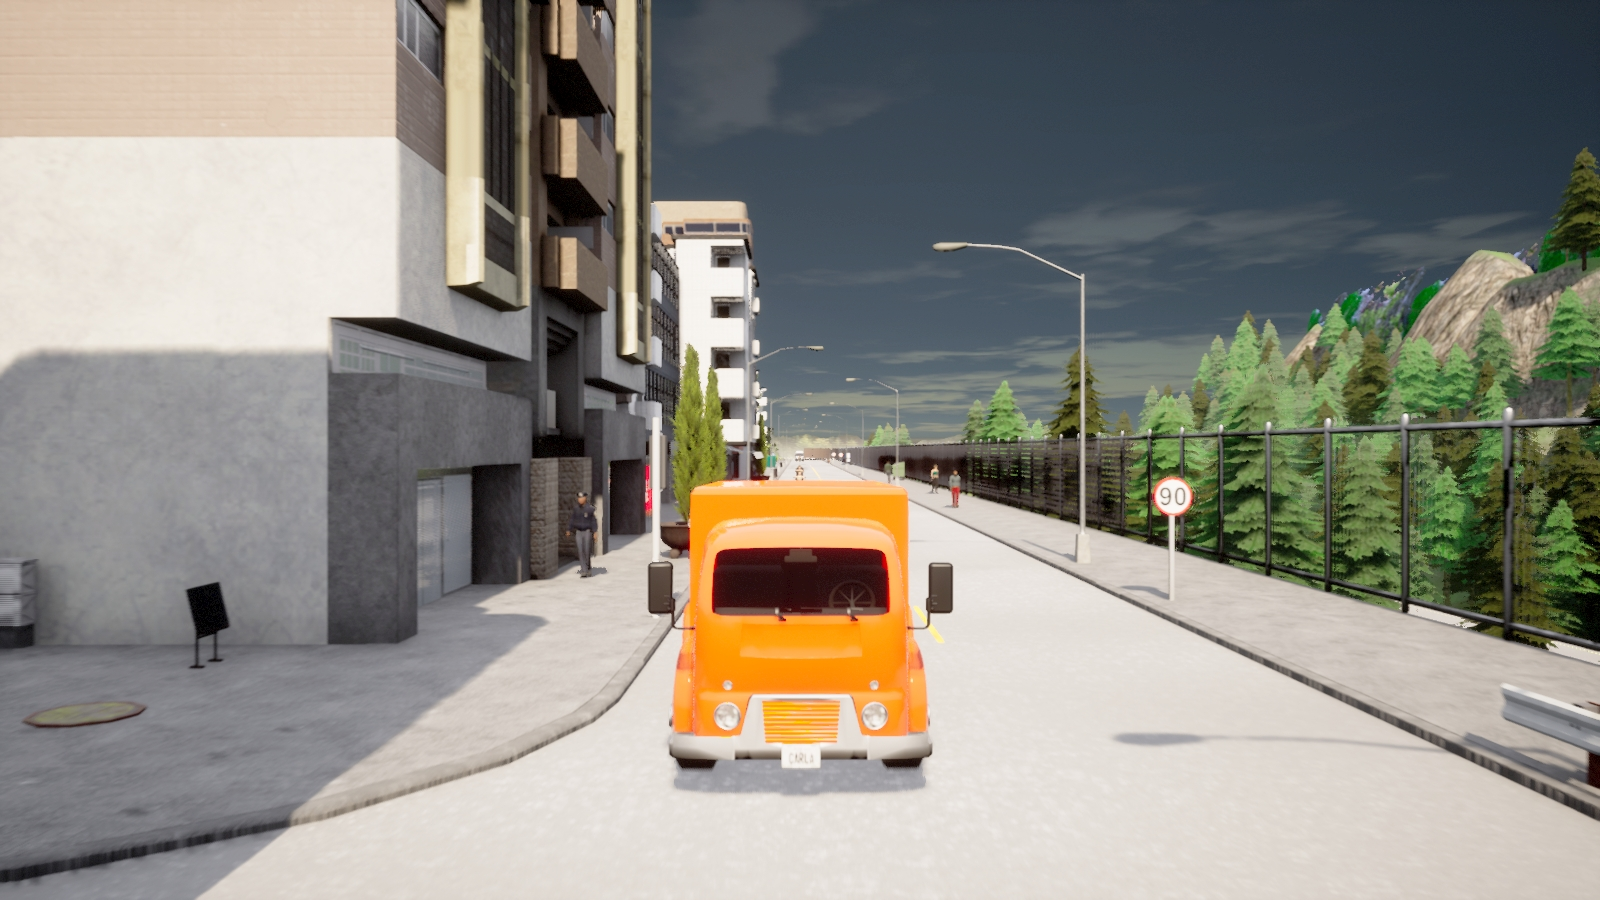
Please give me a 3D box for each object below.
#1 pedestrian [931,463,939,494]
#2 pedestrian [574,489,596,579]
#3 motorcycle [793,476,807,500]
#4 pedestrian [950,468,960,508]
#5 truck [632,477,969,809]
[{"bbox_3d":[8.243,1.745,69.723,0.375,1.860,0.375,0,0,-15],"label":"pedestrian"},{"bbox_3d":[-4.512,1.746,23.959,0.375,1.860,0.375,0,0,3],"label":"pedestrian"},{"bbox_3d":[-0.012,2.154,65.362,0.764,1.307,2.356,0,0,0],"label":"motorcycle"},{"bbox_3d":[7.121,1.744,52.456,0.375,1.860,0.375,0,0,-2],"label":"pedestrian"},{"bbox_3d":[-0.016,1.568,11.527,2.627,2.467,5.204,0,0,0],"label":"truck"}]
